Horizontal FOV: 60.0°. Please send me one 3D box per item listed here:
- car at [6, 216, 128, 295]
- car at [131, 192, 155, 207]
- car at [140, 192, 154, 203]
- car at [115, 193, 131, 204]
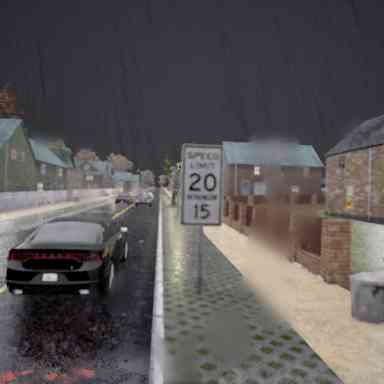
[{"bbox_3d":[-2.744,1.326,8.354,1.882,1.535,5.008,2,1,-5],"label":"car"},{"bbox_3d":[-5.566,0.943,38.838,2.033,1.411,5.357,2,1,-5],"label":"car"},{"bbox_3d":[-6.528,0.773,48.489,1.812,1.442,4.674,2,1,-5],"label":"car"},{"bbox_3d":[-8.787,0.792,43.143,2.033,1.411,5.357,2,1,-5],"label":"car"}]
